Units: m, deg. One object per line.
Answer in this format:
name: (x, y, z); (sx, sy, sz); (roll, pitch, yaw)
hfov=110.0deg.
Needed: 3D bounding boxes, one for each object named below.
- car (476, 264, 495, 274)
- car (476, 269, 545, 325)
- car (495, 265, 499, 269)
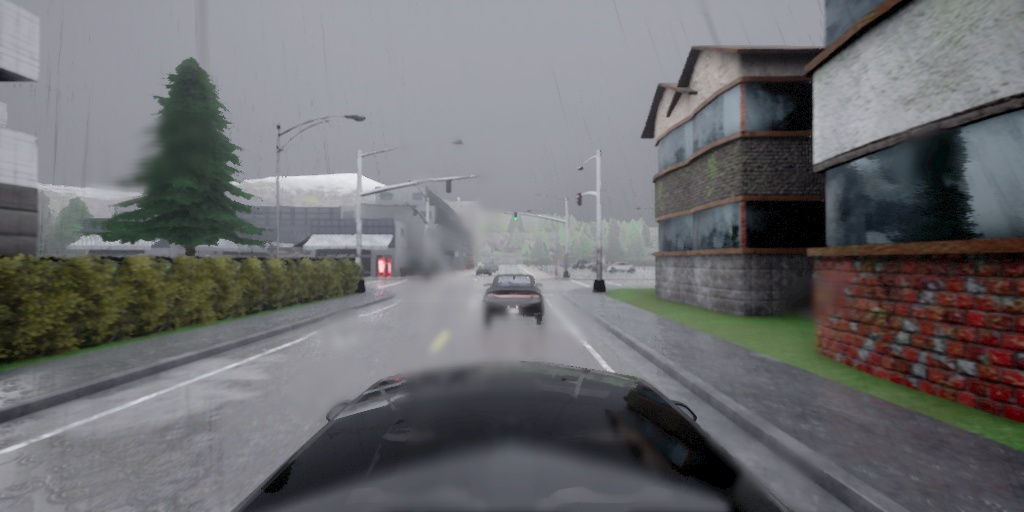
car: (-3.586, 1.905, 46.461); (1.895, 1.301, 4.718); (0, -1, 0)
car: (0.079, 1.373, 12.369); (2.128, 1.511, 4.902); (0, -1, 0)
car: (-3.573, 1.992, 56.487); (1.994, 1.385, 4.181); (0, -1, 0)
